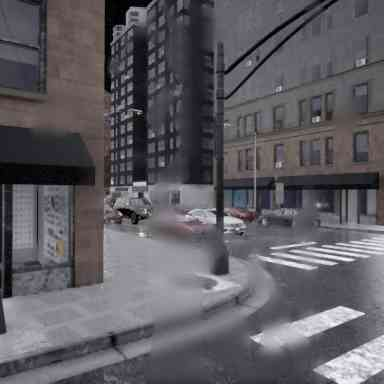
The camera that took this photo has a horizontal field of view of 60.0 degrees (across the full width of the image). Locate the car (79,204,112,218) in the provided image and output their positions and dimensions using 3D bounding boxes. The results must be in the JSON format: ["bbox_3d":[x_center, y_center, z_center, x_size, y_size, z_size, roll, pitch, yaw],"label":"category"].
[{"bbox_3d":[-10.356,1.939,35.487,1.895,1.301,4.718,0,-1,-35],"label":"car"}]

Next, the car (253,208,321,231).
[{"bbox_3d":[6.325,1.709,22.007,2.008,1.369,4.403,0,0,-35],"label":"car"}]

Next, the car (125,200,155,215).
[{"bbox_3d":[-6.357,1.821,40.127,1.967,1.590,4.097,0,0,-35],"label":"car"}]

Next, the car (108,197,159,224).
[{"bbox_3d":[-4.611,1.458,27.262,2.150,2.045,5.566,0,-1,-35],"label":"car"}]

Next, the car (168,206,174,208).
[{"bbox_3d":[-1.309,1.840,28.057,1.895,1.301,4.718,0,-1,-34],"label":"car"}]

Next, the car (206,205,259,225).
[{"bbox_3d":[3.155,1.795,26.537,1.802,1.307,4.206,0,0,-35],"label":"car"}]

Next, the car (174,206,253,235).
[{"bbox_3d":[1.071,1.663,19.126,1.812,1.442,4.674,0,-1,-34],"label":"car"}]

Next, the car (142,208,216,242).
[{"bbox_3d":[-0.645,1.701,17.098,1.802,1.307,4.206,0,0,-35],"label":"car"}]

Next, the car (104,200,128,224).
[{"bbox_3d":[-6.988,1.670,26.160,1.967,1.590,4.097,0,0,-35],"label":"car"}]

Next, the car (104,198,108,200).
[{"bbox_3d":[-12.699,1.809,49.187,2.192,1.841,5.009,0,0,-35],"label":"car"}]
